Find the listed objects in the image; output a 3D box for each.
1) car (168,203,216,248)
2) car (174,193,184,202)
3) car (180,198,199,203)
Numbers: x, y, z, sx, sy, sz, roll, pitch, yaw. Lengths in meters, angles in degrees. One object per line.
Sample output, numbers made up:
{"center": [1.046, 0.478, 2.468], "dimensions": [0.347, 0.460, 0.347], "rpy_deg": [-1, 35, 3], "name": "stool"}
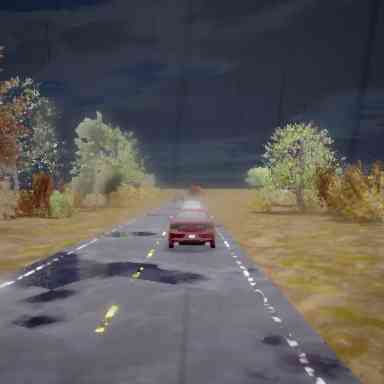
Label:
{"center": [0.000, 1.482, 14.693], "dimensions": [1.882, 1.535, 5.008], "rpy_deg": [0, 0, 0], "name": "car"}
{"center": [-2.939, 1.156, 76.006], "dimensions": [2.150, 2.045, 5.566], "rpy_deg": [0, 0, 1], "name": "car"}
{"center": [0.000, 1.524, 29.693], "dimensions": [1.812, 1.442, 4.674], "rpy_deg": [0, 0, 0], "name": "car"}
